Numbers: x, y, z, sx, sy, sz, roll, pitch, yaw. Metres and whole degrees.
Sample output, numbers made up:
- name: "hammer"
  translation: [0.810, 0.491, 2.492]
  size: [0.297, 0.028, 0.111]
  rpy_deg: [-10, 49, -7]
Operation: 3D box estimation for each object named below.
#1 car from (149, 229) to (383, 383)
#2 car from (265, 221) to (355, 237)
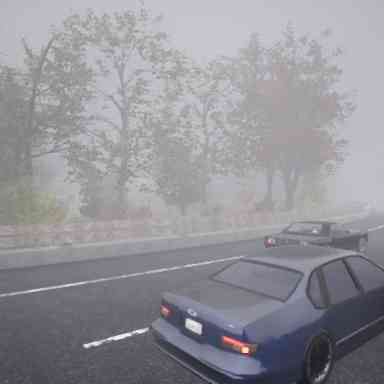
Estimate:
- name: "car"
  translation: [1.958, 1.605, 5.385]
  size: [5.357, 1.411, 2.033]
  rpy_deg: [1, -1, -39]
- name: "car"
  translation: [4.832, 1.735, 12.464]
  size: [4.718, 1.301, 1.895]
  rpy_deg: [1, -1, -42]
